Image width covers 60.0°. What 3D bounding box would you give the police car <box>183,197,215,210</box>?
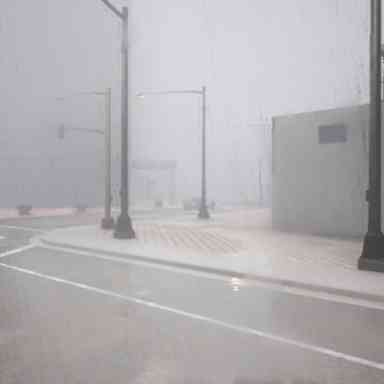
[{"bbox_3d":[0.824,1.433,40.928,2.038,1.542,4.974,0,0,36],"label":"police car"}]
